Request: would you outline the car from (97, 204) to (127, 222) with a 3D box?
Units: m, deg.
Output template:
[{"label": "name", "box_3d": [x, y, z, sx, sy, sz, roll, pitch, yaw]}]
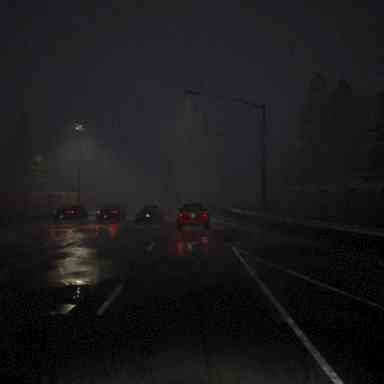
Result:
[{"label": "car", "box_3d": [-6.940, 1.788, 28.921, 1.812, 1.442, 4.674, 0, -1, 0]}]

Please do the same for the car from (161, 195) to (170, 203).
[{"label": "car", "box_3d": [-7.141, 1.892, 89.601, 2.150, 2.045, 5.566, 0, -1, 0]}]

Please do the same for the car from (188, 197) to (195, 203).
[{"label": "car", "box_3d": [-0.141, 2.200, 89.579, 2.033, 1.411, 5.357, 0, -1, 0]}]

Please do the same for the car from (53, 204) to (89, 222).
[{"label": "car", "box_3d": [-10.442, 1.791, 28.927, 1.812, 1.442, 4.674, 0, -1, 0]}]

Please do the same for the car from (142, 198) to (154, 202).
[{"label": "car", "box_3d": [-10.624, 2.306, 79.588, 1.895, 1.301, 4.718, 0, -1, 0]}]

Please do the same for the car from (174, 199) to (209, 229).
[{"label": "car", "box_3d": [0.068, 1.558, 23.363, 2.097, 1.767, 4.553, 0, -1, 0]}]

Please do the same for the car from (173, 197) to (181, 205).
[{"label": "car", "box_3d": [-3.624, 2.200, 79.154, 1.837, 1.490, 4.892, 0, -1, 0]}]

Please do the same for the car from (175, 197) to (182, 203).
[{"label": "car", "box_3d": [-3.641, 2.188, 89.574, 1.812, 1.442, 4.674, 0, -1, 0]}]

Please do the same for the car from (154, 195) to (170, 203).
[{"label": "car", "box_3d": [-7.125, 2.062, 79.536, 2.097, 1.767, 4.553, 0, -1, 0]}]

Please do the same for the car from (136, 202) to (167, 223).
[{"label": "car", "box_3d": [-3.441, 1.813, 27.792, 1.994, 1.385, 4.181, 0, -1, 0]}]

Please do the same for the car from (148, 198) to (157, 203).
[{"label": "car", "box_3d": [-10.641, 2.223, 89.562, 1.994, 1.385, 4.181, 0, -1, 0]}]
